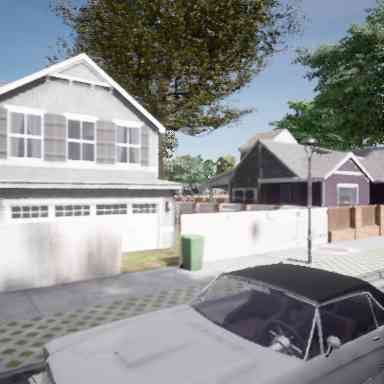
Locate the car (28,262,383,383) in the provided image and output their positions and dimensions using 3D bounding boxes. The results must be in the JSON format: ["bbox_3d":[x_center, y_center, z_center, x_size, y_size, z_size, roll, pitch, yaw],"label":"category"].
[{"bbox_3d":[0.861,1.604,3.684,4.718,1.301,1.895,0,0,-36],"label":"car"}]
